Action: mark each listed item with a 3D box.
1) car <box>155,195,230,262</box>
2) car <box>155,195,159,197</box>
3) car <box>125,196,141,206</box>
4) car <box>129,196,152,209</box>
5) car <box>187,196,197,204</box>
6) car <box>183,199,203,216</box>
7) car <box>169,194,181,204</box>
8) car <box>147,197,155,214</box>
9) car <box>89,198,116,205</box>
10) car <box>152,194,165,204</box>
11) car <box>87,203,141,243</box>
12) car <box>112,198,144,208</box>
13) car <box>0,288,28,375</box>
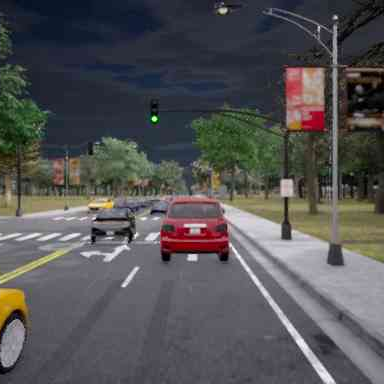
[{"bbox_3d":[0.094,1.217,12.263,2.150,2.045,5.566,0,0,0],"label":"car"},{"bbox_3d":[-6.551,1.551,54.502,2.033,1.411,5.357,0,0,0],"label":"car"},{"bbox_3d":[-9.789,1.509,55.509,1.837,1.490,4.892,0,0,0],"label":"car"},{"bbox_3d":[-6.602,1.545,44.371,2.033,1.411,5.357,0,0,0],"label":"car"},{"bbox_3d":[-0.020,1.560,65.505,2.033,1.411,5.357,0,0,0],"label":"car"},{"bbox_3d":[0.089,1.472,33.330,1.882,1.535,5.008,0,0,0],"label":"car"},{"bbox_3d":[-3.271,1.365,65.890,2.097,1.767,4.553,0,0,0],"label":"car"},{"bbox_3d":[-3.161,1.559,34.898,1.994,1.385,4.181,0,0,0],"label":"car"},{"bbox_3d":[-9.849,1.473,36.211,1.882,1.535,5.008,0,0,0],"label":"car"},{"bbox_3d":[-6.520,1.364,64.734,2.097,1.767,4.553,0,0,0],"label":"car"},{"bbox_3d":[-3.736,1.488,16.172,2.128,1.511,4.902,0,0,-8],"label":"car"},{"bbox_3d":[-6.609,1.596,34.765,1.895,1.301,4.718,0,0,0],"label":"car"},{"bbox_3d":[-3.149,1.477,2.541,1.882,1.535,5.008,0,0,0],"label":"car"}]
